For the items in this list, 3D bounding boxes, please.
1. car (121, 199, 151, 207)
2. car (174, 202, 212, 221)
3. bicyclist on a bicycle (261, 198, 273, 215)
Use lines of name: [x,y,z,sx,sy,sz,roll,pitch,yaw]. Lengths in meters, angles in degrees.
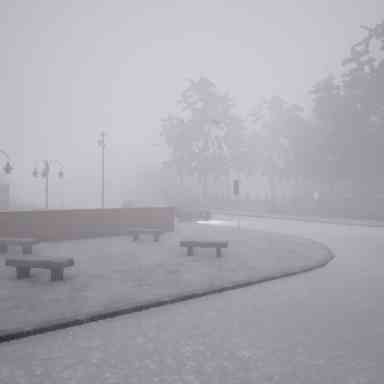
car: [-6.019,1.505,35.458,1.837,1.490,4.892,0,0,-35]
car: [-0.249,1.564,27.323,1.994,1.385,4.181,0,0,-35]
bicyclist on a bicycle: [7.092,1.349,31.482,1.656,1.620,0.582,0,0,-35]
